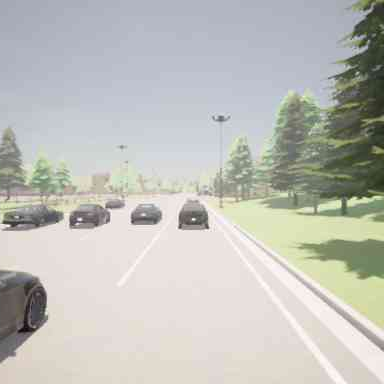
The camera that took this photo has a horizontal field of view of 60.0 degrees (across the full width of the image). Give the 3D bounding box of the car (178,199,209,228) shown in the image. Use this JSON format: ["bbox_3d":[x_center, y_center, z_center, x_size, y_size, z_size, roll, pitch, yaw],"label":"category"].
[{"bbox_3d":[0.099,1.477,22.212,1.882,1.535,5.008,0,0,0],"label":"car"}]

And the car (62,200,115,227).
[{"bbox_3d":[-6.899,1.525,22.760,1.812,1.442,4.674,0,0,0],"label":"car"}]

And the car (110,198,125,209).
[{"bbox_3d":[-10.398,1.563,45.192,1.994,1.385,4.181,0,0,0],"label":"car"}]

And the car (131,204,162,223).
[{"bbox_3d":[-3.400,1.564,25.316,1.994,1.385,4.181,0,0,0],"label":"car"}]

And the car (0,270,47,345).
[{"bbox_3d":[-3.400,1.526,3.798,1.812,1.442,4.674,0,0,0],"label":"car"}]

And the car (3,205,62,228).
[{"bbox_3d":[-10.400,1.547,22.244,2.033,1.411,5.357,0,0,0],"label":"car"}]
